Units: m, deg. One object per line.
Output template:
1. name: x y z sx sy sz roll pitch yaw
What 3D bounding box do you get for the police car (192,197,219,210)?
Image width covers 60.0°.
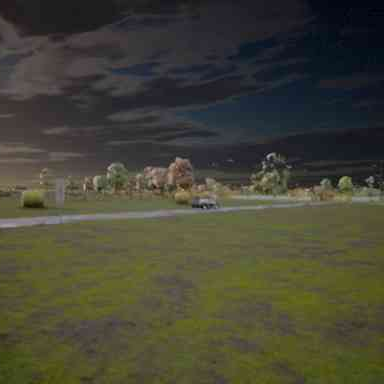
1. police car: 1.796 1.588 46.283 1.930 1.638 5.238 0 -1 35
